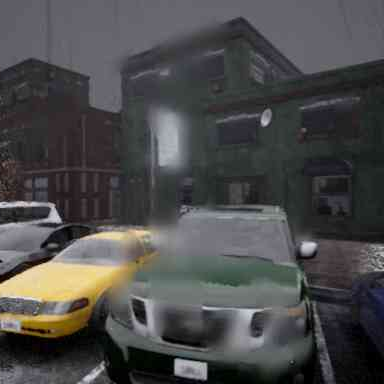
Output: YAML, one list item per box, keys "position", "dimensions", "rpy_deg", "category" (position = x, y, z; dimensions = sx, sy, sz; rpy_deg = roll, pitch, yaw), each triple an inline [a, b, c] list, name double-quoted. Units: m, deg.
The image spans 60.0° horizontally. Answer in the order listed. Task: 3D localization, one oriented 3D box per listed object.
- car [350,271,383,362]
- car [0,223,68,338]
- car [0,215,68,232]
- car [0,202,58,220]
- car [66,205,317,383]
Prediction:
- position: [3.154, 1.522, 3.852]
  dimensions: [2.002, 1.452, 4.674]
  rpy_deg: [-1, -1, 16]
  category: "car"
- position: [-1.769, 1.540, 7.173]
  dimensions: [1.946, 1.575, 5.366]
  rpy_deg: [0, -1, 16]
  category: "car"
- position: [-4.168, 1.610, 9.073]
  dimensions: [2.163, 1.488, 4.792]
  rpy_deg: [0, -1, 16]
  category: "car"
- position: [-6.606, 1.363, 10.829]
  dimensions: [2.435, 2.045, 5.566]
  rpy_deg: [0, -1, 16]
  category: "car"
- position: [0.728, 1.262, 5.584]
  dimensions: [2.435, 2.045, 5.566]
  rpy_deg: [0, -1, 15]
  category: "car"
